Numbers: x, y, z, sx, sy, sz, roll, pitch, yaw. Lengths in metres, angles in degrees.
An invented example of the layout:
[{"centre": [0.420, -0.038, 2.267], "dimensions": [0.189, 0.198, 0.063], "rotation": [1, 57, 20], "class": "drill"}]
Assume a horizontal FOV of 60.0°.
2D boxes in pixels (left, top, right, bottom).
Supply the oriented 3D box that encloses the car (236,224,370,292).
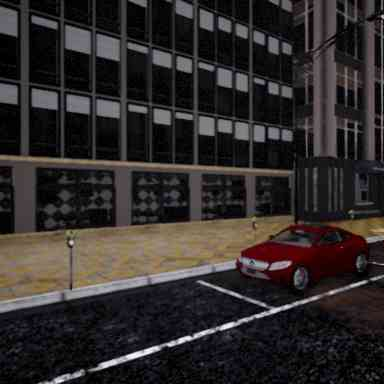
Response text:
[{"centre": [3.047, 1.531, 8.726], "dimensions": [4.206, 1.307, 1.802], "rotation": [0, 1, -35], "class": "car"}]
